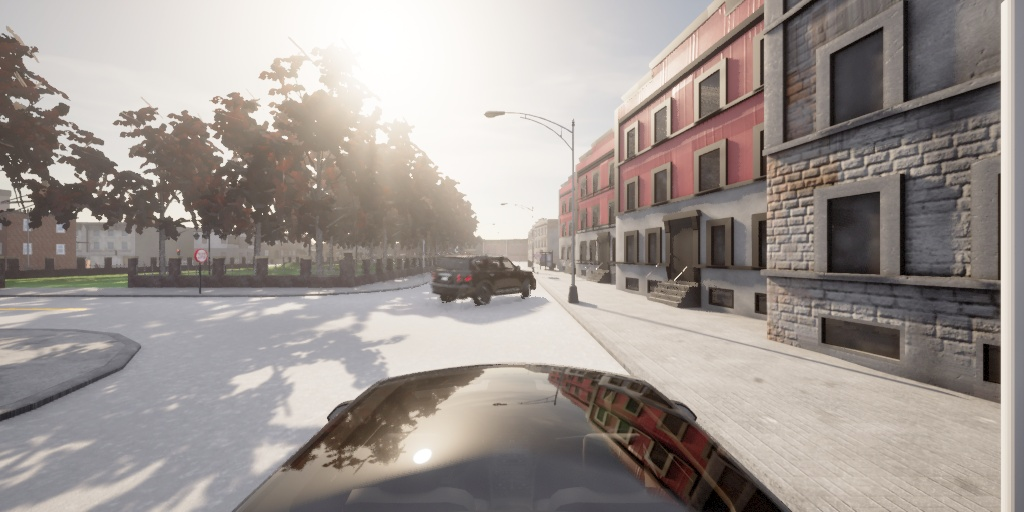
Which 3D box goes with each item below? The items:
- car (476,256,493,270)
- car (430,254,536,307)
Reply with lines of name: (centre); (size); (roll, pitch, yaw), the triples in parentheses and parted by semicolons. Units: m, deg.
car: (-4.198, 0.971, 55.065); (2.150, 2.045, 5.566); (0, 0, 0)
car: (-1.080, 0.970, 15.973); (2.150, 2.045, 5.566); (2, 1, 34)
